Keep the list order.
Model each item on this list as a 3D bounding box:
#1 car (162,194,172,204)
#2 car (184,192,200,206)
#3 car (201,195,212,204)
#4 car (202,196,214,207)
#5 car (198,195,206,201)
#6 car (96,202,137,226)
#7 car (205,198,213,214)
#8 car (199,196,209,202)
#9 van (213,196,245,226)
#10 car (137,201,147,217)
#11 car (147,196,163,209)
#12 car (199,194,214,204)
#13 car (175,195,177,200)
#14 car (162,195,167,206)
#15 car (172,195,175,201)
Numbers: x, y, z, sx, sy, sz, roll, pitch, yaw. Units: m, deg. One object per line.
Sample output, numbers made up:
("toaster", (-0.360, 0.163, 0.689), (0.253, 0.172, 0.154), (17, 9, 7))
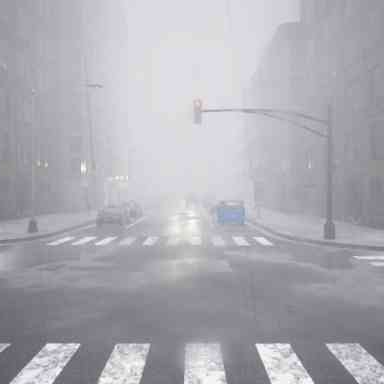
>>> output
("car", (-5.373, 1.547, 62.912), (1.947, 1.339, 4.313), (0, 0, 0))
("car", (0.117, 1.208, 56.463), (2.150, 2.045, 5.566), (0, 0, 0))
("car", (2.652, 1.422, 62.915), (1.967, 1.590, 4.097), (0, 0, 0))
("car", (2.648, 1.576, 45.871), (1.802, 1.307, 4.206), (0, 0, 0))
("car", (2.658, 1.530, 85.640), (1.947, 1.339, 4.313), (0, 0, 0))
("car", (-5.383, 1.549, 23.139), (2.008, 1.369, 4.403), (0, 0, 0))
("car", (2.645, 1.580, 34.508), (1.802, 1.307, 4.206), (0, 0, 0))
("car", (2.655, 1.524, 74.278), (2.008, 1.369, 4.403), (0, 0, 0))
("van", (2.642, 1.340, 23.146), (1.690, 1.788, 3.998), (0, 0, 0))
("car", (-5.381, 1.543, 28.821), (1.887, 1.381, 4.507), (0, 0, 0))
("car", (-5.377, 1.519, 45.697), (1.752, 1.417, 4.829), (0, 0, 0))
("car", (2.650, 1.305, 51.553), (2.192, 1.841, 5.009), (0, 0, 0))
("car", (-5.369, 1.409, 79.958), (1.967, 1.590, 4.097), (0, 0, 0))
("car", (-5.375, 1.556, 51.549), (1.947, 1.339, 4.313), (0, 0, 0))
("car", (-5.371, 1.292, 68.594), (2.192, 1.841, 5.009), (0, 0, 0))
